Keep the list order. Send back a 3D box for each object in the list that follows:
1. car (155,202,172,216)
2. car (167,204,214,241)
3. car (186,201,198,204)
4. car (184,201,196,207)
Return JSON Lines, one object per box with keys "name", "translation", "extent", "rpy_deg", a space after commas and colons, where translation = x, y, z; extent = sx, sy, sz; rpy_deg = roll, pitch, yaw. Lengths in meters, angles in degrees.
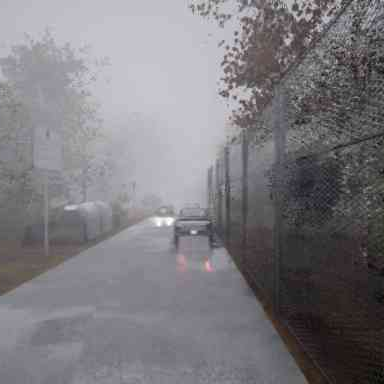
{"name": "car", "translation": [-2.914, 1.814, 36.255], "extent": [2.128, 1.511, 4.902], "rpy_deg": [0, -1, 0]}
{"name": "car", "translation": [0.070, 1.561, 16.979], "extent": [2.128, 1.511, 4.902], "rpy_deg": [0, 0, 0]}
{"name": "car", "translation": [0.014, 1.872, 36.348], "extent": [2.033, 1.411, 5.357], "rpy_deg": [0, -1, 0]}
{"name": "car", "translation": [-0.370, 2.786, 77.648], "extent": [2.128, 1.511, 4.902], "rpy_deg": [0, -2, 8]}
